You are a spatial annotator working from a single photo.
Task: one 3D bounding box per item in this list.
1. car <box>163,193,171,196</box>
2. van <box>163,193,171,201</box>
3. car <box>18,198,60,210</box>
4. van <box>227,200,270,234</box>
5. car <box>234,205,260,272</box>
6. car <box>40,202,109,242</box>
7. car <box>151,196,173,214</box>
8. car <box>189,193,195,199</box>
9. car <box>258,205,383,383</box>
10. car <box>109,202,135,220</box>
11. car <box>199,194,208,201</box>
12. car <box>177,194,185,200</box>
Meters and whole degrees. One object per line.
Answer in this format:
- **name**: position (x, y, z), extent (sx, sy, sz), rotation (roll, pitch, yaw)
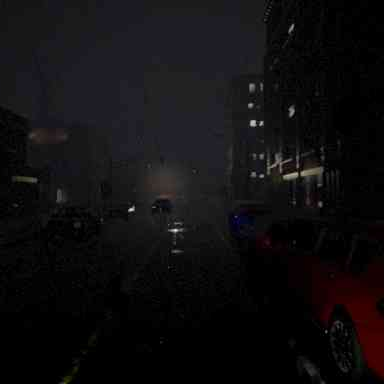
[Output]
- **car**: position (-5.773, 1.395, 64.858), extent (1.887, 1.381, 4.507), rotation (1, 0, 0)
- **van**: position (-5.696, 1.164, 76.227), extent (1.690, 1.788, 3.998), rotation (1, 0, 0)
- **car**: position (-19.313, 1.516, 42.152), extent (4.507, 1.381, 1.887), rotation (0, 0, 1)
- **van**: position (2.703, 1.305, 16.083), extent (1.690, 1.788, 3.998), rotation (1, 0, 0)
- **car**: position (2.702, 1.416, 10.676), extent (1.967, 1.590, 4.097), rotation (1, 0, 0)
- **car**: position (-5.679, 1.404, 16.088), extent (1.967, 1.590, 4.097), rotation (1, 0, 0)
- **car**: position (-3.016, 1.434, 34.043), extent (1.837, 1.490, 4.892), rotation (0, 0, 0)
- **car**: position (-0.029, 1.285, 90.866), extent (2.033, 1.411, 5.357), rotation (0, 0, 0)
- **car**: position (2.707, 1.303, 5.269), extent (2.192, 1.841, 5.009), rotation (1, 0, 0)
- **car**: position (-5.685, 1.490, 26.902), extent (2.008, 1.369, 4.403), rotation (1, 0, 0)
- **car**: position (2.681, 1.263, 76.290), extent (1.967, 1.590, 4.097), rotation (1, 0, 0)
- **car**: position (-3.029, 1.291, 90.259), extent (1.837, 1.490, 4.892), rotation (0, 0, 0)
